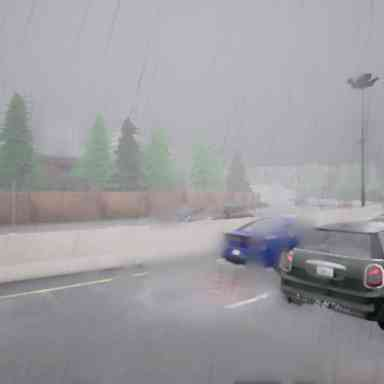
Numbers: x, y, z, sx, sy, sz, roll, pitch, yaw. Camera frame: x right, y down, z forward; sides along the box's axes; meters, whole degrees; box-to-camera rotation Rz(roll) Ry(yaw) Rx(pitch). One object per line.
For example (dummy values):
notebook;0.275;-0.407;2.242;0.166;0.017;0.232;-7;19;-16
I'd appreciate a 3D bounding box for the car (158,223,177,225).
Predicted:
car;0.180;1.730;22.704;5.357;1.411;2.033;0;-1;-44

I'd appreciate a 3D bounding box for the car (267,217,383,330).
car;3.945;1.403;7.130;4.553;1.767;2.097;0;-1;-40

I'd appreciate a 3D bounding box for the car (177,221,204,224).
car;1.642;1.505;19.350;4.553;1.767;2.097;0;-1;-44

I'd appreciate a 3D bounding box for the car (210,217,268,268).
car;3.139;1.561;10.995;5.008;1.535;1.882;0;-1;-40
